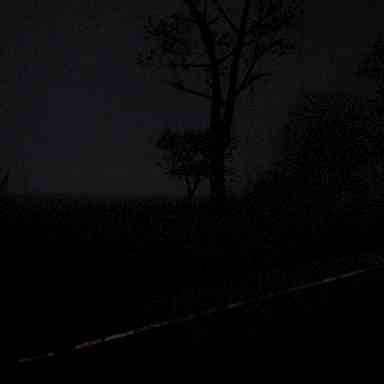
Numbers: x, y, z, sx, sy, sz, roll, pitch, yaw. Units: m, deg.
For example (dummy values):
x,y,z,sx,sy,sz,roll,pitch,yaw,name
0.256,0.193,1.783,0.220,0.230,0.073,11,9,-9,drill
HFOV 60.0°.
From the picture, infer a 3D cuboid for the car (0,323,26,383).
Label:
x,y,z,sx,sy,sz,roll,pitch,yaw,name
-3.390,1.525,1.572,4.674,1.442,1.812,0,0,-35,car
